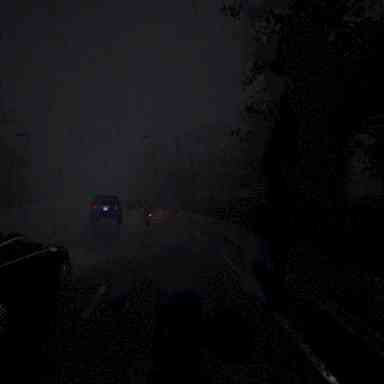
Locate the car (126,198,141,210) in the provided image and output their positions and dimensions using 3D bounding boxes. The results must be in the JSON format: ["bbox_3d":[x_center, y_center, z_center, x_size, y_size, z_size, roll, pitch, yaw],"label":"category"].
[{"bbox_3d":[-7.216,1.481,41.970,2.128,1.511,4.902,0,0,-16],"label":"car"}]

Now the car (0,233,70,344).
[{"bbox_3d":[-3.753,1.496,6.106,2.128,1.511,4.902,0,0,-3],"label":"car"}]

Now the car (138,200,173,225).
[{"bbox_3d":[-2.578,1.540,23.984,2.033,1.411,5.357,0,0,-12],"label":"car"}]

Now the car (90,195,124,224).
[{"bbox_3d":[-6.352,1.218,24.919,2.150,2.045,5.566,0,0,-12],"label":"car"}]
